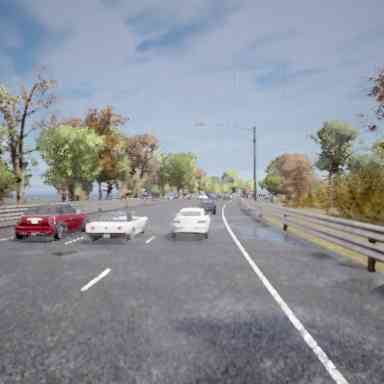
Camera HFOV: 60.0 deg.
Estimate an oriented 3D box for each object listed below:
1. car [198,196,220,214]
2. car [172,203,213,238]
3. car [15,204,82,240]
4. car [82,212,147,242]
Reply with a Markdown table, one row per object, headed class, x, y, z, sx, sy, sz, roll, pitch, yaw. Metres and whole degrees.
| class | x | y | z | sx | sy | sz | roll | pitch | yaw |
| --- | --- | --- | --- | --- | --- | --- | --- | --- | --- |
| car | 1.751 | 1.550 | 36.562 | 2.128 | 1.511 | 4.902 | 0 | 0 | 5 |
| car | 0.031 | 1.551 | 17.776 | 1.812 | 1.442 | 4.674 | 0 | 0 | 4 |
| car | -7.021 | 1.382 | 17.290 | 2.097 | 1.767 | 4.553 | 0 | 0 | 4 |
| car | -3.561 | 1.627 | 16.731 | 1.895 | 1.301 | 4.718 | 0 | 0 | 4 |
